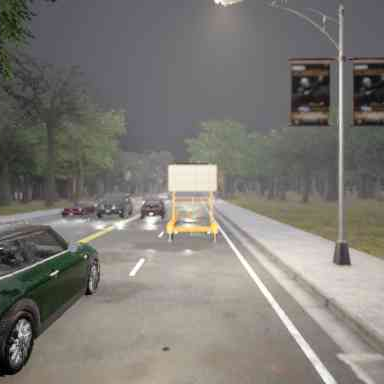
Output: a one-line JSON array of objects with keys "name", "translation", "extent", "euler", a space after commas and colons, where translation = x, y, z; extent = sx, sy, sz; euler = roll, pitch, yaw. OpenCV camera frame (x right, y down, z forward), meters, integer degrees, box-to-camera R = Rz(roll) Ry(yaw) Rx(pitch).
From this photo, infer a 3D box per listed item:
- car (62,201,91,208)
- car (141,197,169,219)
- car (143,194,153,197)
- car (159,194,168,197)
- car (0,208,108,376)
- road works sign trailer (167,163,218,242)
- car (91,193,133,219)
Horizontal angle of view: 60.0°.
[{"name": "car", "translation": [-9.752, 1.479, 29.058], "extent": [1.895, 1.301, 4.718], "euler": [0, 0, 0]}, {"name": "car", "translation": [-3.061, 1.391, 27.531], "extent": [1.837, 1.490, 4.892], "euler": [0, 0, 0]}, {"name": "car", "translation": [-9.240, 1.139, 70.109], "extent": [2.128, 1.511, 4.902], "euler": [0, 1, 1]}, {"name": "car", "translation": [-5.990, 1.138, 70.058], "extent": [1.812, 1.442, 4.674], "euler": [0, 1, 1]}, {"name": "car", "translation": [-3.141, 1.332, 5.716], "extent": [2.097, 1.767, 4.553], "euler": [0, 0, 0]}, {"name": "road works sign trailer", "translation": [0.029, 0.404, 16.022], "extent": [2.380, 3.560, 2.880], "euler": [0, 0, 0]}, {"name": "car", "translation": [-6.506, 1.102, 28.501], "extent": [2.150, 2.045, 5.566], "euler": [0, 0, 0]}]
